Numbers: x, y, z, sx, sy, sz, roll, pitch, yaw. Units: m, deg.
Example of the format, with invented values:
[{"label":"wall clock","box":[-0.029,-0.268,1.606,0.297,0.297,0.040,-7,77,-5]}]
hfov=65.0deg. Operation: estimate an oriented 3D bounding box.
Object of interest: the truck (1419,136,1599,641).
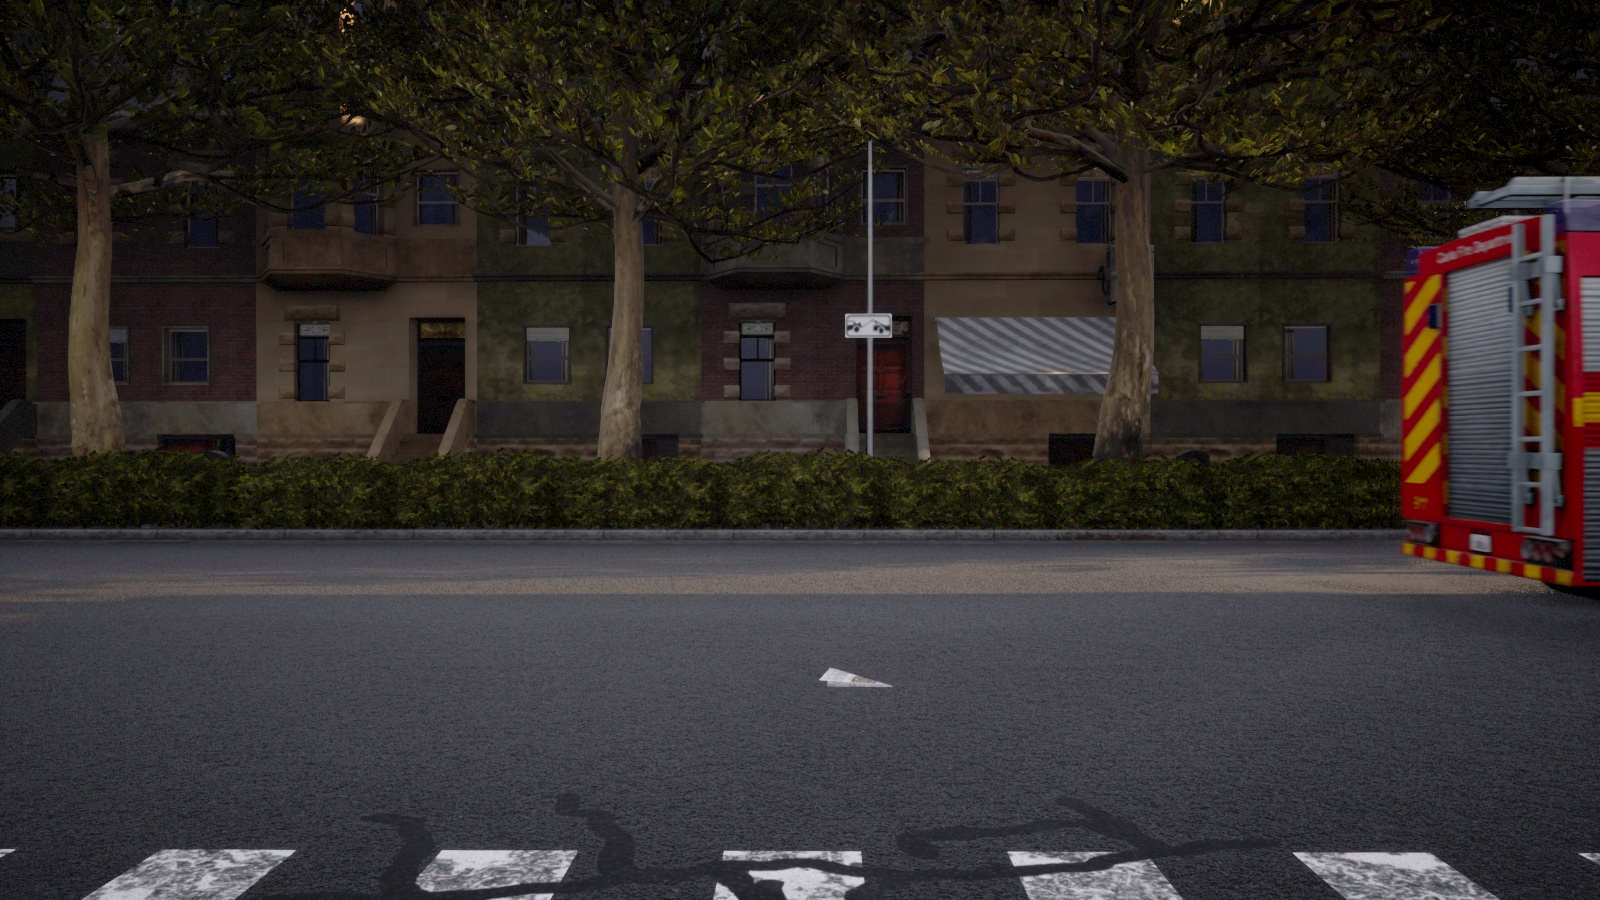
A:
[{"label":"truck","box":[10.317,-0.471,10.863,8.468,3.827,2.891,0,0,1]}]
